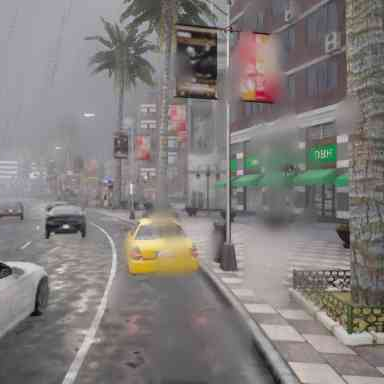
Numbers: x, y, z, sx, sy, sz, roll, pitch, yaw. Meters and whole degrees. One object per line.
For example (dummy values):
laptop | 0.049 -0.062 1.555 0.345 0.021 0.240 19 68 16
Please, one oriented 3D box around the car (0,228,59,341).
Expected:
car | -3.452 1.523 4.410 1.812 1.442 4.674 0 0 -5

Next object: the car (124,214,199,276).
car | -1.121 1.456 10.384 1.801 1.575 5.366 0 0 -11

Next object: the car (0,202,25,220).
car | -15.481 1.534 28.584 2.033 1.411 5.357 0 0 -27

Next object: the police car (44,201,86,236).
police car | -6.813 1.420 17.978 1.930 1.638 5.238 0 0 -21

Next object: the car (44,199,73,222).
car | -11.287 1.469 27.986 1.882 1.535 5.008 0 0 -26
